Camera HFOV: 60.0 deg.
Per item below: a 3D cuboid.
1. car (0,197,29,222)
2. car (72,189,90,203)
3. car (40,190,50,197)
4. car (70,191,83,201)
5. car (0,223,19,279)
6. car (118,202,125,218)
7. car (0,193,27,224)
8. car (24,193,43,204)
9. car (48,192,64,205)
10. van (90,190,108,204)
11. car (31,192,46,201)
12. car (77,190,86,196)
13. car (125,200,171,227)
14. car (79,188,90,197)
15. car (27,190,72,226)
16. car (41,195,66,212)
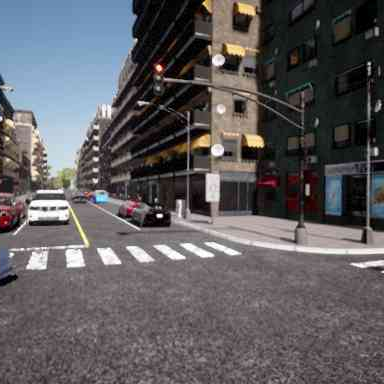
[{"bbox_3d":[-12.439,1.150,22.788,1.887,1.381,4.507,1,0,-22],"label":"car"},{"bbox_3d":[-15.782,0.787,46.663,2.128,1.511,4.902,1,1,-22],"label":"car"},{"bbox_3d":[-32.942,0.289,74.582,1.887,1.381,4.507,1,0,-22],"label":"car"},{"bbox_3d":[-19.604,0.661,56.315,1.812,1.442,4.674,1,1,-22],"label":"car"},{"bbox_3d":[-5.630,1.534,5.650,2.033,1.411,5.357,1,0,14],"label":"car"},{"bbox_3d":[-4.634,1.266,25.837,1.802,1.307,4.206,1,0,-22],"label":"car"},{"bbox_3d":[-10.382,1.006,17.608,2.192,1.841,5.009,1,0,-22],"label":"car"},{"bbox_3d":[-20.640,0.826,43.506,1.947,1.339,4.313,1,0,-22],"label":"car"},{"bbox_3d":[-17.833,0.804,43.666,1.837,1.490,4.892,1,1,-21],"label":"car"},{"bbox_3d":[-12.830,0.681,46.554,1.690,1.788,3.998,1,0,-22],"label":"van"},{"bbox_3d":[-24.741,0.654,53.864,1.947,1.339,4.313,1,0,-22],"label":"car"},{"bbox_3d":[-29.299,0.175,88.146,1.752,1.417,4.829,1,0,-22],"label":"car"},{"bbox_3d":[-2.584,1.336,20.657,1.947,1.339,4.313,1,0,-22],"label":"car"},{"bbox_3d":[-25.130,0.139,77.628,2.192,1.841,5.009,1,0,-22],"label":"car"},{"bbox_3d":[-8.960,0.899,21.035,2.150,2.045,5.566,1,0,-22],"label":"car"},{"bbox_3d":[-13.199,1.058,31.875,1.994,1.385,4.181,1,1,-21],"label":"car"}]
